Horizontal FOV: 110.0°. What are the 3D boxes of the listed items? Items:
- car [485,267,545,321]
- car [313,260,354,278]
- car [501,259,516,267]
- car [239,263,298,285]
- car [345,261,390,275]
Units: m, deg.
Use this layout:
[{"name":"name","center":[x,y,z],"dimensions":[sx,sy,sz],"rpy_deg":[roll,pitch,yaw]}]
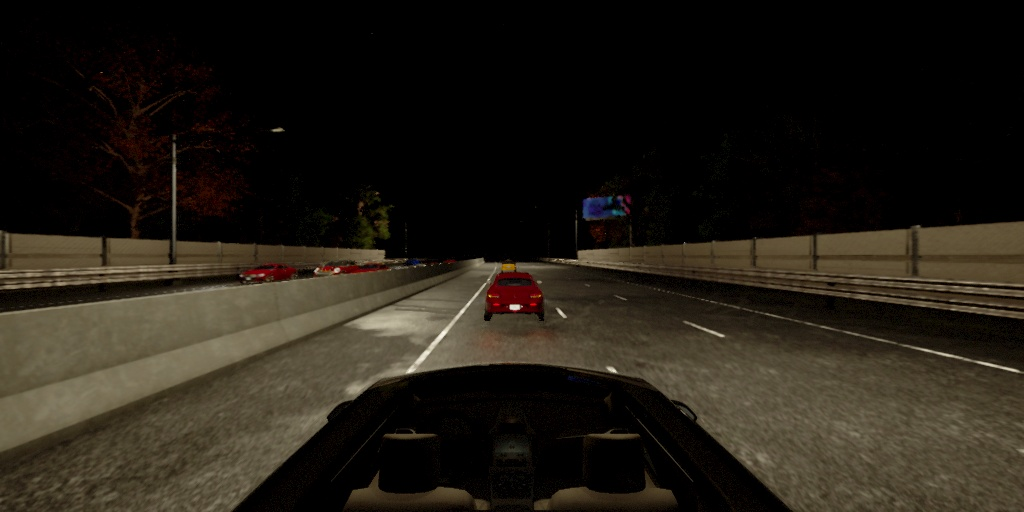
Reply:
[{"name":"car","center":[0.075,1.273,12.365],"dimensions":[1.812,1.442,4.674],"rpy_deg":[0,0,0]},{"name":"car","center":[-14.318,1.099,29.558],"dimensions":[2.097,1.767,4.553],"rpy_deg":[0,0,-1]},{"name":"car","center":[-0.400,1.193,43.863],"dimensions":[1.801,1.575,5.366],"rpy_deg":[0,0,-1]},{"name":"car","center":[-17.775,1.275,26.462],"dimensions":[1.812,1.442,4.674],"rpy_deg":[0,0,-1]},{"name":"car","center":[-10.783,1.272,27.749],"dimensions":[1.812,1.442,4.674],"rpy_deg":[0,0,-1]}]
